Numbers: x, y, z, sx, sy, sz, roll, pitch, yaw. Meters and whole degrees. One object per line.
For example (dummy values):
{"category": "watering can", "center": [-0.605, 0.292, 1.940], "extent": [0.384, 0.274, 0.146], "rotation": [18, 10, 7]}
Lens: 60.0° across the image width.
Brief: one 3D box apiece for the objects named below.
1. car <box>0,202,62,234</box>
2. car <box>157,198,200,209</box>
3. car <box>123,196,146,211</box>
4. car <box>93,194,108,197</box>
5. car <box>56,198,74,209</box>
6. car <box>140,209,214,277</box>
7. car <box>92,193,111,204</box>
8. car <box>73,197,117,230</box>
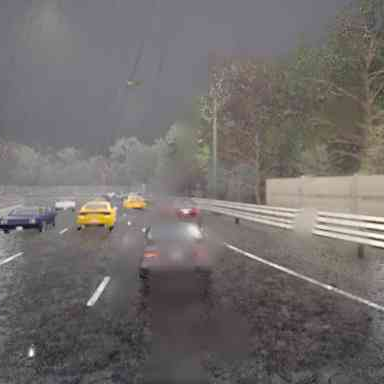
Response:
{"category": "car", "center": [-8.807, 1.452, 18.384], "extent": [1.895, 1.301, 4.718], "rotation": [0, 1, -10]}
{"category": "car", "center": [-0.933, 1.160, 21.265], "extent": [2.097, 1.767, 4.553], "rotation": [0, 0, -16]}
{"category": "car", "center": [-6.278, 1.166, 35.926], "extent": [1.882, 1.535, 5.008], "rotation": [0, 1, -19]}
{"category": "car", "center": [-10.331, 1.213, 36.973], "extent": [1.812, 1.442, 4.674], "rotation": [0, 1, -19]}
{"category": "car", "center": [-13.403, 1.310, 35.307], "extent": [1.895, 1.301, 4.718], "rotation": [0, 1, -20]}
{"category": "car", "center": [-0.536, 1.457, 9.912], "extent": [2.033, 1.411, 5.357], "rotation": [0, 0, -5]}
{"category": "car", "center": [-15.126, 1.039, 55.300], "extent": [1.837, 1.490, 4.892], "rotation": [0, 1, -29]}
{"category": "car", "center": [-5.553, 1.310, 19.773], "extent": [1.882, 1.535, 5.008], "rotation": [0, 0, -11]}
